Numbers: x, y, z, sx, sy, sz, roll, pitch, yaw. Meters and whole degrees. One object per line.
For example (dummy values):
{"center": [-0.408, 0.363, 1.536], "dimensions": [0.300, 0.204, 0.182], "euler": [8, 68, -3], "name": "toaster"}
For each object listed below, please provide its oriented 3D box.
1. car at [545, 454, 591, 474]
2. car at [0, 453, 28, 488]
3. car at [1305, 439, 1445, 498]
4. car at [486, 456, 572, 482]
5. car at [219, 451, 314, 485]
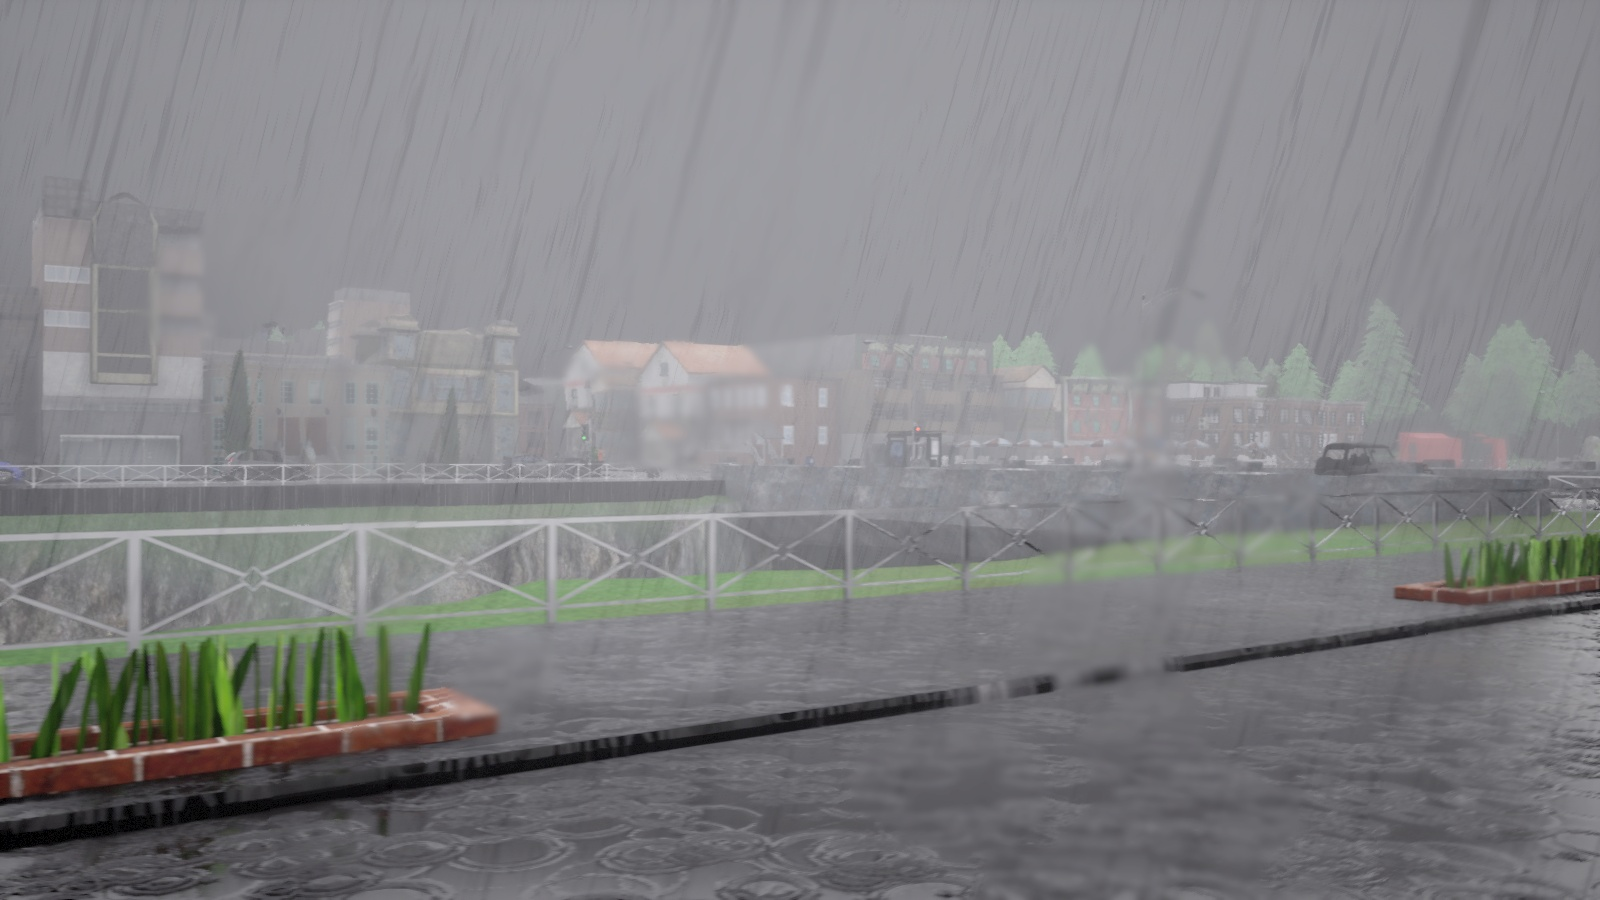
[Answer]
{"center": [-17.610, 1.029, 95.281], "dimensions": [1.816, 1.474, 4.193], "euler": [0, 0, -35], "name": "car"}
{"center": [-36.112, 0.901, 54.326], "dimensions": [4.514, 1.525, 2.007], "euler": [0, 0, -35], "name": "car"}
{"center": [19.312, 0.604, 42.292], "dimensions": [1.905, 1.878, 3.866], "euler": [0, 0, -35], "name": "car"}
{"center": [-14.919, 1.010, 69.085], "dimensions": [4.181, 1.385, 1.994], "euler": [0, 0, -35], "name": "car"}
{"center": [-26.047, 0.848, 61.336], "dimensions": [3.988, 1.617, 1.851], "euler": [0, 0, -35], "name": "car"}
